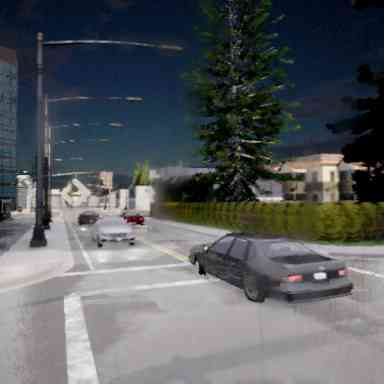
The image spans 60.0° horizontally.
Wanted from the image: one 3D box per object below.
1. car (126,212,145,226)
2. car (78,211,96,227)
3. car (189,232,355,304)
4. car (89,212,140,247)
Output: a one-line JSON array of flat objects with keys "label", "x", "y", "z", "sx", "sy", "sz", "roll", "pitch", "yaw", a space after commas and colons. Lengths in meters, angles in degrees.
[{"label": "car", "x": -6.034, "y": 2.566, "z": 32.211, "sx": 1.895, "sy": 1.301, "sz": 4.718, "roll": 0, "pitch": -2, "yaw": -22}, {"label": "car", "x": -9.939, "y": 2.561, "z": 32.291, "sx": 1.994, "sy": 1.385, "sz": 4.181, "roll": 0, "pitch": -2, "yaw": -22}, {"label": "car", "x": 1.645, "y": 1.798, "z": 8.956, "sx": 2.033, "sy": 1.411, "sz": 5.357, "roll": 0, "pitch": -2, "yaw": -22}, {"label": "car", "x": -4.393, "y": 2.085, "z": 18.331, "sx": 1.812, "sy": 1.442, "sz": 4.674, "roll": 0, "pitch": -2, "yaw": -22}]
